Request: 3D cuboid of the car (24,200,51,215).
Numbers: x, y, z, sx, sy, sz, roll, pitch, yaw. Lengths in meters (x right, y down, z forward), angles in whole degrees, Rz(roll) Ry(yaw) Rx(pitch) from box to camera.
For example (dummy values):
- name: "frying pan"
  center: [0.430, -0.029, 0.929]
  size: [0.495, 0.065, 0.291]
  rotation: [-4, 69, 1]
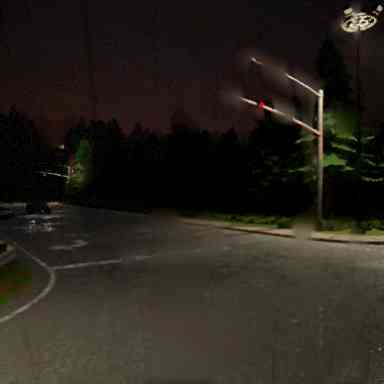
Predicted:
- name: "car"
  center: [-16.077, 1.582, 34.646]
  size: [1.812, 1.442, 4.674]
  rotation: [0, 0, -36]
